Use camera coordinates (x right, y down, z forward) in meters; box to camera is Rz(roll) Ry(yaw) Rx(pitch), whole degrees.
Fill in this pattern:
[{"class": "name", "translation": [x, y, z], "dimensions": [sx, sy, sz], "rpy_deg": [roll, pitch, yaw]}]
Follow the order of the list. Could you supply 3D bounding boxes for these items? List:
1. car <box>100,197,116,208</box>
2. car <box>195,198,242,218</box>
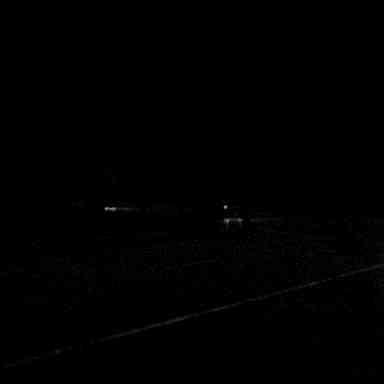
[{"class": "car", "translation": [-12.930, 1.457, 48.794], "dimensions": [2.128, 1.511, 4.902], "rpy_deg": [0, 0, -39]}, {"class": "car", "translation": [2.316, 1.308, 29.752], "dimensions": [2.097, 1.767, 4.553], "rpy_deg": [0, 0, -39]}]
